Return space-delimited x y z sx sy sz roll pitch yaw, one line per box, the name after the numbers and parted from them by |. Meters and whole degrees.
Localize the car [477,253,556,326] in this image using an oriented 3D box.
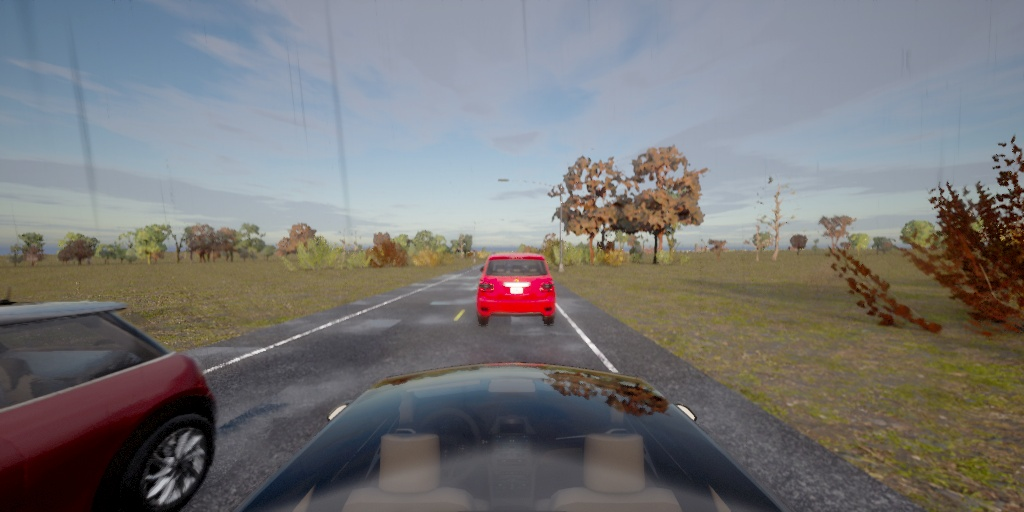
0.110 0.936 11.655 2.150 2.045 5.566 0 0 0 | car

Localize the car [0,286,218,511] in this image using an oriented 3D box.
-3.599 1.104 1.146 2.097 1.767 4.553 0 0 0 | car

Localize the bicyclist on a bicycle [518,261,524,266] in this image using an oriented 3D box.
1.012 0.991 38.332 0.659 1.776 1.843 0 0 0 | bicyclist on a bicycle
